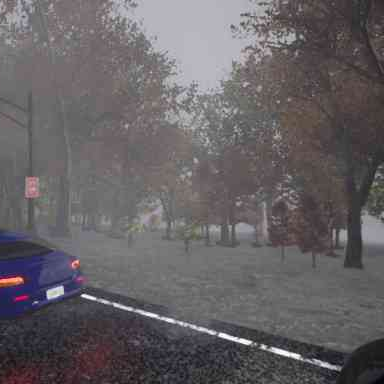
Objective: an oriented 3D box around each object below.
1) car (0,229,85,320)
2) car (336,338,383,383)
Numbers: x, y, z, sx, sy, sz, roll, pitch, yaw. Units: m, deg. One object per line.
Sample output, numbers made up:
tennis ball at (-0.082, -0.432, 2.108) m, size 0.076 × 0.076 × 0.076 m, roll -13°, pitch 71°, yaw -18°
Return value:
car at (-4.095, 1.489, 6.567) m, size 4.674 × 1.442 × 1.812 m, roll -2°, pitch 2°, yaw 34°
car at (3.202, 1.472, 1.462) m, size 4.892 × 1.490 × 1.837 m, roll -2°, pitch 1°, yaw 34°
